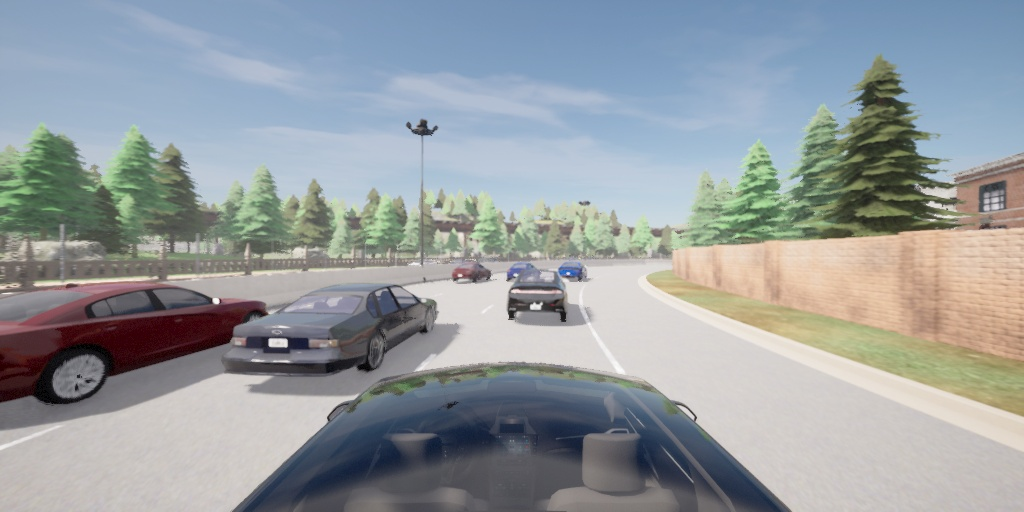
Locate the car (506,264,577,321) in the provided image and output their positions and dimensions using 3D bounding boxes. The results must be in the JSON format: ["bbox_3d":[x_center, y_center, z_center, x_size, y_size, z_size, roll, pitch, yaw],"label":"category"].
[{"bbox_3d":[0.965,1.220,12.462,2.128,1.511,4.902,0,0,7],"label":"car"}]

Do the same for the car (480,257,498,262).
[{"bbox_3d":[-3.424,0.980,46.081,2.097,1.767,4.553,0,0,26],"label":"car"}]

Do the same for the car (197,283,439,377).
[{"bbox_3d":[-3.110,1.270,7.572,2.033,1.411,5.357,0,0,5],"label":"car"}]

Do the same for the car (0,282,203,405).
[{"bbox_3d":[-6.635,1.187,6.266,1.882,1.535,5.008,0,0,3],"label":"car"}]

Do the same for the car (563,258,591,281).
[{"bbox_3d":[5.109,1.184,29.910,1.882,1.535,5.008,0,0,19],"label":"car"}]

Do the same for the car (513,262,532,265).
[{"bbox_3d":[0.943,1.217,28.407,1.812,1.442,4.674,0,0,17],"label":"car"}]

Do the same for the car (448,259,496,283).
[{"bbox_3d":[-3.019,1.201,27.381,1.812,1.442,4.674,0,0,16],"label":"car"}]

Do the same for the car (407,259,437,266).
[{"bbox_3d":[-11.400,1.120,45.593,1.812,1.442,4.674,0,0,25],"label":"car"}]
